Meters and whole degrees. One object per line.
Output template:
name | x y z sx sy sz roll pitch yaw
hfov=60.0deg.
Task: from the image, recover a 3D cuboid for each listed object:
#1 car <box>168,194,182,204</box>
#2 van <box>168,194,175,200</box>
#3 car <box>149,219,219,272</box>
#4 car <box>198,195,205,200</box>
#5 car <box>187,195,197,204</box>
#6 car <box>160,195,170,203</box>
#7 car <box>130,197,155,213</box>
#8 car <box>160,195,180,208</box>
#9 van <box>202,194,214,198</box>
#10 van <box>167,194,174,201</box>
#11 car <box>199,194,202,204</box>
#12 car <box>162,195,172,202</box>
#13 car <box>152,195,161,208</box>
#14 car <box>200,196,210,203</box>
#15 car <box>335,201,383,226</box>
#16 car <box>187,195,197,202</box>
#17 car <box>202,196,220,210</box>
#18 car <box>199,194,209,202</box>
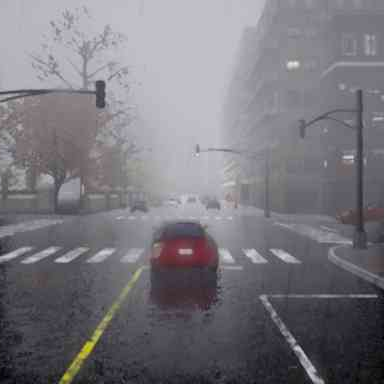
car | -3.048 1.536 63.618 2.128 1.511 4.902 0 0 1
van | -5.715 1.440 93.454 1.690 1.788 3.998 0 0 0
car | -0.372 1.564 10.914 1.994 1.385 4.181 0 0 -6
car | 2.665 1.539 93.456 1.967 1.590 4.097 0 0 0
car | -0.019 1.538 65.870 2.128 1.511 4.902 0 0 0
car | -5.708 1.494 70.935 1.967 1.590 4.097 0 0 0
car | -5.698 1.578 37.152 1.947 1.339 4.313 0 0 0
car | -3.100 1.548 48.039 1.812 1.442 4.674 0 0 0
van | 2.679 1.363 48.416 1.690 1.788 3.998 0 0 0
van | -5.714 1.427 87.825 1.690 1.788 3.998 0 0 0
car | 2.676 1.476 59.676 1.967 1.590 4.097 0 0 0
car | -5.709 1.504 76.564 1.967 1.590 4.097 0 0 0
car | -5.701 1.547 48.244 1.752 1.417 4.829 0 0 0
car | 2.672 1.598 70.936 1.887 1.381 4.507 0 0 0
car | 13.459 1.602 24.836 5.009 1.841 2.192 1 -1 -1
car | -0.021 1.480 76.289 2.033 1.411 5.357 0 0 0
car | 2.680 1.561 42.785 1.887 1.381 4.507 0 0 0
car | 2.671 1.378 76.566 2.192 1.841 5.009 0 0 0
